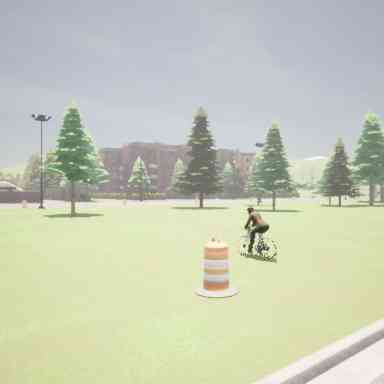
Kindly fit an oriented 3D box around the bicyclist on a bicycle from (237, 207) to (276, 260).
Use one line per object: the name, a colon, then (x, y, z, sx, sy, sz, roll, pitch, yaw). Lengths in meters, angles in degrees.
bicyclist on a bicycle: (2.009, 1.304, 10.587, 0.582, 1.620, 1.656, 0, -2, -37)
